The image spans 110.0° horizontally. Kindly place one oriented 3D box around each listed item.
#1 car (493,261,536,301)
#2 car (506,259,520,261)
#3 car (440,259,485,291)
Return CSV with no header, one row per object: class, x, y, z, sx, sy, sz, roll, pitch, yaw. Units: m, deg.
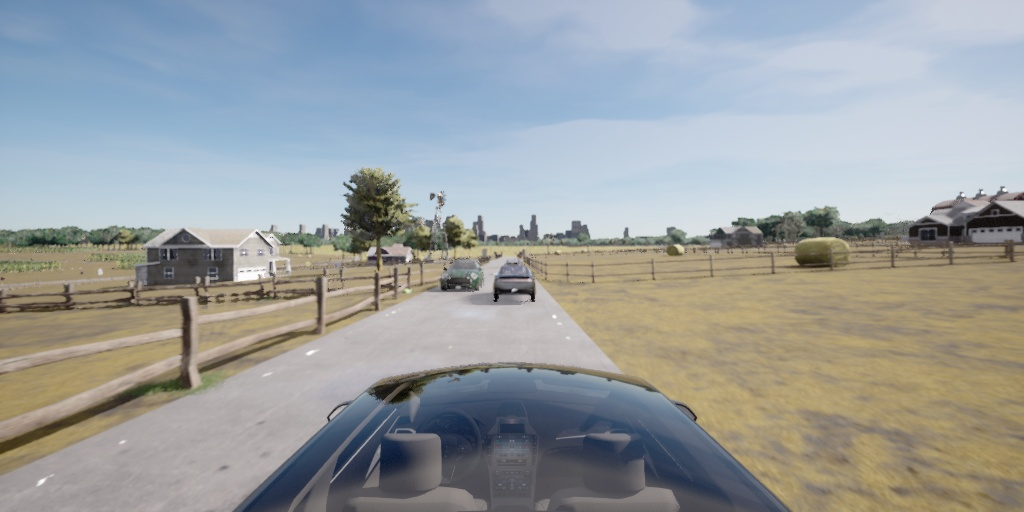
car,0.102,1.182,16.974,2.128,1.511,4.902,0,0,0
car,0.103,1.044,36.501,2.128,1.511,4.902,0,0,0
car,-2.769,1.020,20.861,2.097,1.767,4.553,0,0,0
